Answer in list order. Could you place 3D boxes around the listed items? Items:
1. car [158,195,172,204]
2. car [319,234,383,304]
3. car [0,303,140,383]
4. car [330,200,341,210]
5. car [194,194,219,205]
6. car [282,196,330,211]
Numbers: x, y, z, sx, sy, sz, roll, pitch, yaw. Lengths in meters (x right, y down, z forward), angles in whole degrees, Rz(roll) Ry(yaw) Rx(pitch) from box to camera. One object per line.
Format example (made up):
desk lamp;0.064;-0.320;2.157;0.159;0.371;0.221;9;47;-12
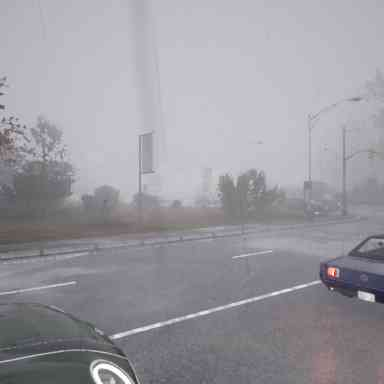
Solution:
car;-5.005;1.305;56.757;1.837;1.490;4.892;-1;0;-38
car;4.942;1.573;7.254;4.718;1.301;1.895;0;0;-35
car;-2.531;1.352;1.918;4.553;1.767;2.097;0;0;-36
car;14.461;1.247;37.959;2.128;1.511;4.902;-1;0;-39
car;2.353;1.117;53.120;2.097;1.767;4.553;-1;0;-39
car;11.740;1.291;35.726;1.837;1.490;4.892;-1;0;-38
